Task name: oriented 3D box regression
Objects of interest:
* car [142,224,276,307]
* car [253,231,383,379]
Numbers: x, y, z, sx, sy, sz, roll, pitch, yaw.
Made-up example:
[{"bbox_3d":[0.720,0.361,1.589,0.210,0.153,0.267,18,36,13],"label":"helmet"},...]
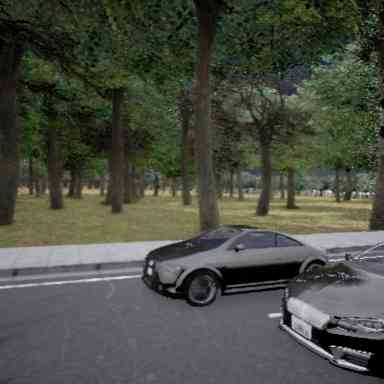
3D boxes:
[{"bbox_3d":[1.015,1.459,7.526,4.181,1.385,1.994,0,1,-21],"label":"car"},{"bbox_3d":[3.676,1.461,5.053,4.902,1.511,2.128,0,1,-21],"label":"car"}]
